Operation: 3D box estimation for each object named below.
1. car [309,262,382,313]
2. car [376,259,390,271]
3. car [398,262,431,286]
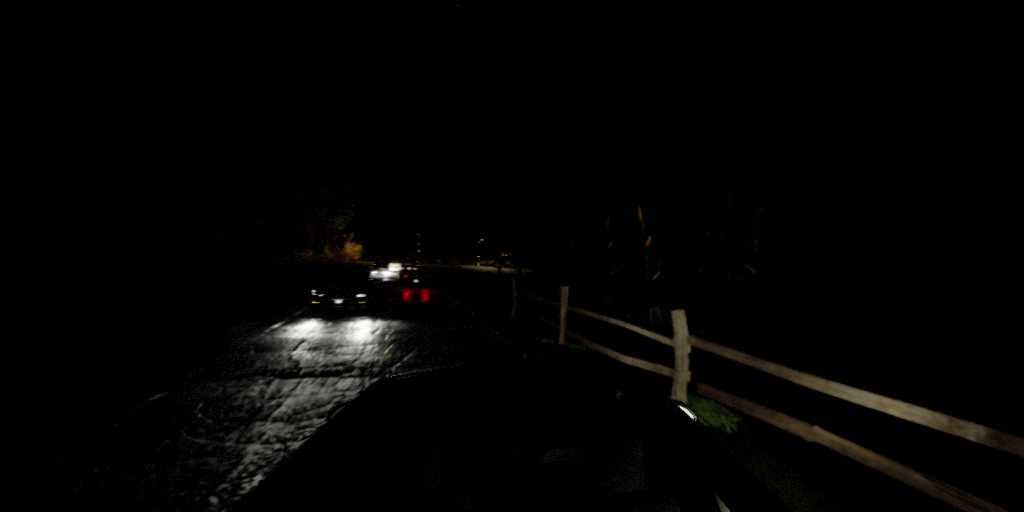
[{"bbox_3d":[-5.997,1.111,13.191,1.837,1.490,4.892,3,0,-18],"label":"car"},{"bbox_3d":[-16.031,1.100,44.187,1.895,1.301,4.718,3,-1,-18],"label":"car"},{"bbox_3d":[-6.763,1.301,24.935,1.895,1.301,4.718,3,-1,-18],"label":"car"}]
